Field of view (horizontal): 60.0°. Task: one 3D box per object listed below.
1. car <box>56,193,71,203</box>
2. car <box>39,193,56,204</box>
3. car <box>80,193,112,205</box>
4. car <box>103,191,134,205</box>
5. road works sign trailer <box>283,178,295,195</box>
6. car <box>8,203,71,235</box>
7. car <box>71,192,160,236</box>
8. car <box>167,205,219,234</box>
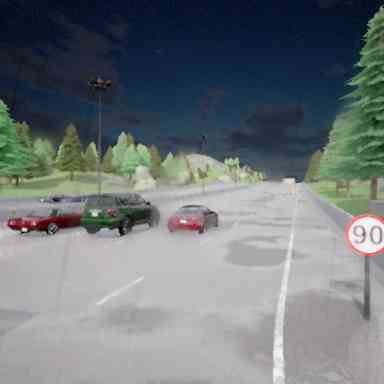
[{"bbox_3d":[-16.541,0.965,47.088,1.812,1.442,4.674,0,1,18],"label":"car"},{"bbox_3d":[-19.870,0.933,48.146,2.128,1.511,4.902,0,1,18],"label":"car"},{"bbox_3d":[-13.215,0.942,46.008,1.837,1.490,4.892,0,1,18],"label":"car"},{"bbox_3d":[-9.860,0.784,45.017,2.097,1.767,4.553,0,1,18],"label":"car"},{"bbox_3d":[20.697,-1.219,71.035,2.380,3.560,2.880,1,2,17],"label":"road works sign trailer"},{"bbox_3d":[-7.336,1.488,18.042,1.895,1.301,4.718,0,1,18],"label":"car"},{"bbox_3d":[-3.679,1.091,17.984,2.150,2.045,5.566,0,1,18],"label":"car"},{"bbox_3d":[0.178,1.409,18.518,1.994,1.385,4.181,0,1,18],"label":"car"}]
